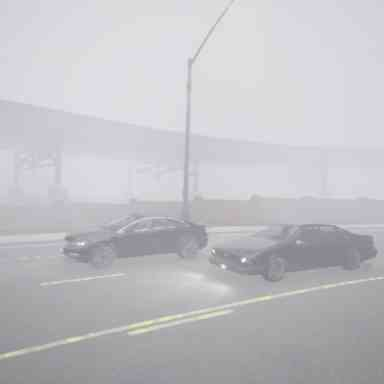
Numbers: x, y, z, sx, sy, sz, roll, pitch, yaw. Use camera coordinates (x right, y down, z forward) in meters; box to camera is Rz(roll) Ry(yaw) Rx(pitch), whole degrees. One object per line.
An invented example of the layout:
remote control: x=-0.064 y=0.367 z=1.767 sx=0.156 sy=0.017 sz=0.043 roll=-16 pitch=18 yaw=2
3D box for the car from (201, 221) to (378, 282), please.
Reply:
car: x=3.179 y=1.603 z=9.938 sx=5.357 sy=1.411 sz=2.033 roll=1 pitch=0 yaw=-28

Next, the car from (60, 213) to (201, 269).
car: x=-1.725 y=1.476 z=11.053 sx=4.902 sy=1.511 sz=2.128 roll=1 pitch=0 yaw=-31
